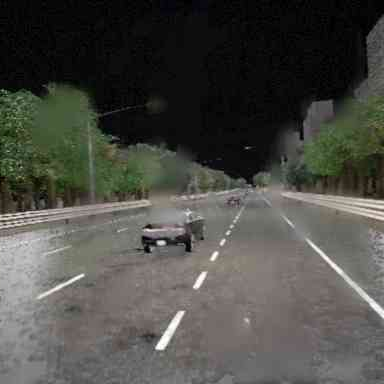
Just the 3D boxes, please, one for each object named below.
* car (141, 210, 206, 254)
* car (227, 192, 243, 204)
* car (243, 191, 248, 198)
[{"bbox_3d":[-0.609,1.495,13.739,2.128,1.511,4.902,-3,0,11],"label":"car"},{"bbox_3d":[6.602,1.097,52.204,1.837,1.490,4.892,-3,0,11],"label":"car"},{"bbox_3d":[12.082,0.927,81.390,1.895,1.301,4.718,-3,0,11],"label":"car"}]
